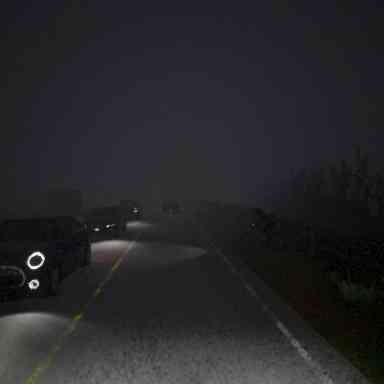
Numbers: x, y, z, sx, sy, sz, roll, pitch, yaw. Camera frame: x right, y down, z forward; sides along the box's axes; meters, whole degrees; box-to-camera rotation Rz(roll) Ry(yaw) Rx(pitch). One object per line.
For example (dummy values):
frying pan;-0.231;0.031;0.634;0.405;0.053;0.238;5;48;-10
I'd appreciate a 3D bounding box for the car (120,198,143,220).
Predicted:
car;-5.430;1.445;28.526;2.097;1.767;4.553;-1;0;-4

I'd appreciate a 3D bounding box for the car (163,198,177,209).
car;-3.186;1.646;48.721;1.994;1.385;4.181;-1;0;-4

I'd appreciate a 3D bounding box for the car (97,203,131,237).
car;-4.766;1.580;18.513;1.837;1.490;4.892;-1;0;-4

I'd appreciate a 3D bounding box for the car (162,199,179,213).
car;-2.404;1.663;37.757;1.895;1.301;4.718;-1;0;-3

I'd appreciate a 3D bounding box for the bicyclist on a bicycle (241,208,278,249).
bicyclist on a bicycle;2.722;1.434;12.944;1.656;1.620;0.582;-1;0;-4

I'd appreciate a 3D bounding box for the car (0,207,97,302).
car;-4.100;1.411;8.613;2.097;1.767;4.553;-1;0;-4
